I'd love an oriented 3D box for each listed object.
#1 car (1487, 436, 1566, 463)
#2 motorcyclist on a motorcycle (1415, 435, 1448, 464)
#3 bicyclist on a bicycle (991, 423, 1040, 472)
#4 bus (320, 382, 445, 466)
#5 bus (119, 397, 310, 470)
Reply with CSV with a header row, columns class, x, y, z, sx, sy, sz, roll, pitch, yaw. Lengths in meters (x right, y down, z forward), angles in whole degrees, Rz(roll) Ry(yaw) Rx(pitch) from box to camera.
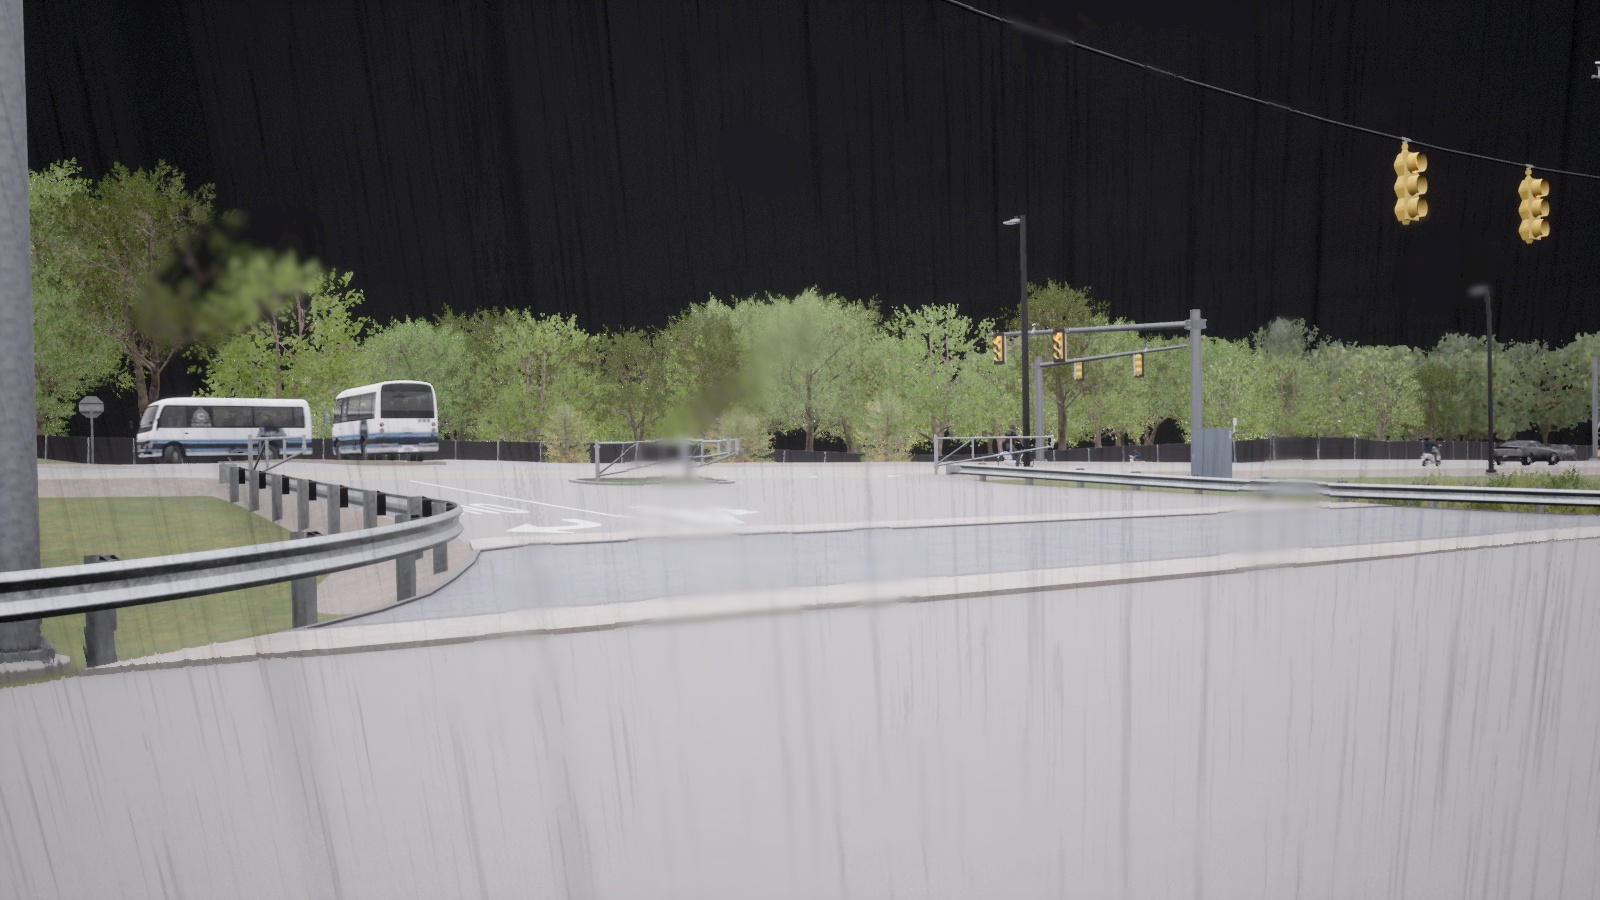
class,x,y,z,sx,sy,sz,roll,pitch,yaw
car,43.118,-0.031,74.524,4.902,1.511,2.128,0,0,-34
motorcyclist on a motorcycle,34.581,-0.027,68.755,1.817,1.590,0.866,0,0,-34
bicyclist on a bicycle,8.009,-0.103,46.571,1.843,1.776,0.659,0,0,-34
bus,-23.346,-1.327,69.724,3.944,4.253,10.273,-2,0,-33
bus,-37.273,-1.027,80.239,10.273,4.253,3.944,-1,-2,-41
